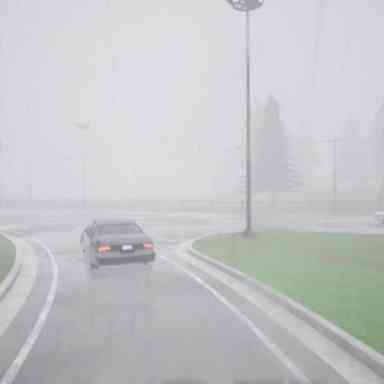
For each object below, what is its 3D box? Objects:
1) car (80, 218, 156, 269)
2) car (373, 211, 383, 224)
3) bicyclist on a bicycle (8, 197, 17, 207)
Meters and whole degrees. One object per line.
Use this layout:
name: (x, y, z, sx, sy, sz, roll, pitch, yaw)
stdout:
car: (-2.755, 1.598, 11.531, 2.033, 1.411, 5.357, 0, 0, -22)
car: (14.362, 1.513, 21.445, 4.674, 1.442, 1.812, 0, 0, 24)
bicyclist on a bicycle: (-28.453, 1.617, 52.785, 0.582, 1.620, 1.656, 0, 0, 24)
